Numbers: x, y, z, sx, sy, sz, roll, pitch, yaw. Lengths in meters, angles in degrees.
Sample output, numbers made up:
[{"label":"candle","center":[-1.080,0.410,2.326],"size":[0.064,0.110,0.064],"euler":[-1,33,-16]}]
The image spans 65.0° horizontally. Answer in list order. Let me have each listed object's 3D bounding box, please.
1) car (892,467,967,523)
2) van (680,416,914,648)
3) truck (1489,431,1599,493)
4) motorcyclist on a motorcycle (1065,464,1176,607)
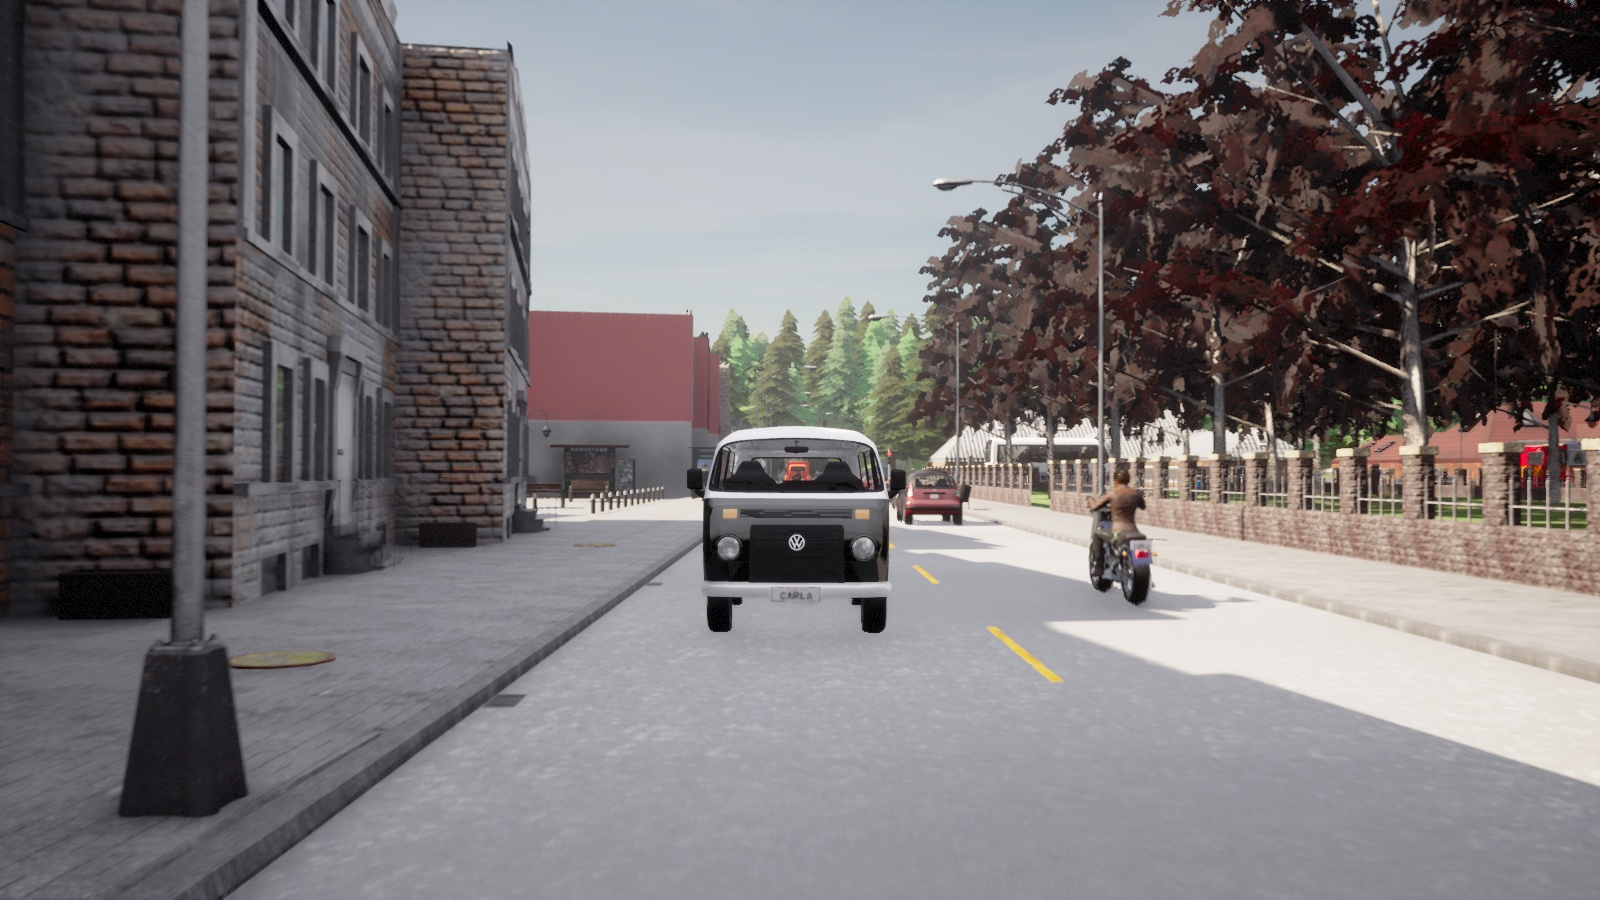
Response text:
[{"label":"car","center":[3.906,1.341,38.460],"size":[1.851,1.617,3.988],"euler":[0,-1,0]},{"label":"van","center":[-0.034,0.762,13.365],"size":[2.069,2.038,4.480],"euler":[0,-1,0]},{"label":"truck","center":[49.052,0.830,82.207],"size":[2.891,3.827,8.468],"euler":[0,-1,-3]},{"label":"motorcyclist on a motorcycle","center":[3.961,1.012,15.713],"size":[0.766,1.649,2.350],"euler":[0,-1,0]}]
